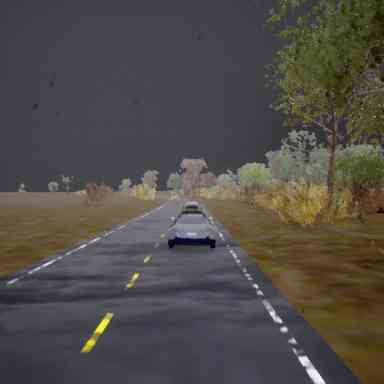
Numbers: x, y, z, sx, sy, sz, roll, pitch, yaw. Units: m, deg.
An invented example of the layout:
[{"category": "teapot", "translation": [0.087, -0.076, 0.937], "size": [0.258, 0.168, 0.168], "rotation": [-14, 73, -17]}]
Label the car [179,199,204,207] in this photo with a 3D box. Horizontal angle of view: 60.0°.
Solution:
[{"category": "car", "translation": [0.000, 1.513, 29.651], "size": [1.837, 1.490, 4.892], "rotation": [0, 0, 0]}]

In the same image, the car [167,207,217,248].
[{"category": "car", "translation": [0.000, 1.571, 14.651], "size": [1.994, 1.385, 4.181], "rotation": [0, 0, 0]}]

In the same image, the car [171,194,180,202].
[{"category": "car", "translation": [-3.722, 1.294, 75.895], "size": [2.097, 1.767, 4.553], "rotation": [0, 0, -3]}]
